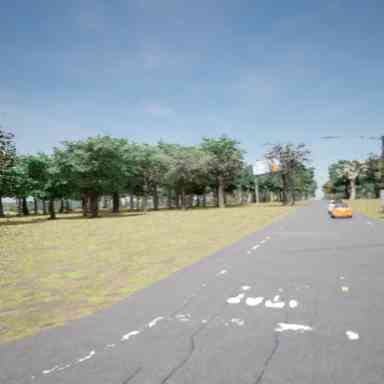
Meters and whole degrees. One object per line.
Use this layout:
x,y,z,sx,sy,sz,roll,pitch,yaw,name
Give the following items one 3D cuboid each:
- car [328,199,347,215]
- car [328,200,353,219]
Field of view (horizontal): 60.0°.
20.809,2.134,47.691,2.150,2.045,5.566,-3,-2,21,car
17.459,2.120,38.965,2.097,1.767,4.553,-3,-2,21,car
